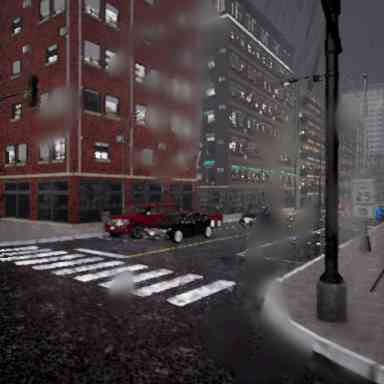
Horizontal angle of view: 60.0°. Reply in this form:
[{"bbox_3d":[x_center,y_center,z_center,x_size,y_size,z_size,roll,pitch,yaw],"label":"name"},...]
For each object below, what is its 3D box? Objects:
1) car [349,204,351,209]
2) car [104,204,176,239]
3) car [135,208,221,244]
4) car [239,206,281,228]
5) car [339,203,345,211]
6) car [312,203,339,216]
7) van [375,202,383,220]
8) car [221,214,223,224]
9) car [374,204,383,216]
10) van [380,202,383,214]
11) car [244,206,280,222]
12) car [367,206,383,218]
[{"bbox_3d":[36.790,3.084,75.221,1.887,1.381,4.507,-1,-2,35],"label":"car"},{"bbox_3d":[-2.714,1.612,19.455,2.192,1.841,5.009,-1,-2,35],"label":"car"},{"bbox_3d":[-0.584,1.809,17.991,1.837,1.490,4.892,0,-1,34],"label":"car"},{"bbox_3d":[5.488,1.986,26.523,2.128,1.511,4.902,0,-1,35],"label":"car"},{"bbox_3d":[26.914,2.773,61.278,1.887,1.381,4.507,-1,-2,35],"label":"car"},{"bbox_3d":[16.892,2.202,42.529,2.097,1.767,4.553,0,-1,36],"label":"car"},{"bbox_3d":[20.593,2.176,37.917,1.690,1.788,3.998,-1,-2,35],"label":"van"},{"bbox_3d":[0.578,1.945,24.097,1.887,1.381,4.507,-1,-2,35],"label":"car"},{"bbox_3d":[27.177,2.482,47.211,1.967,1.590,4.097,-1,-2,35],"label":"car"},{"bbox_3d":[30.469,2.487,51.861,1.690,1.788,3.998,-1,-2,35],"label":"van"},{"bbox_3d":[7.064,2.129,33.254,1.752,1.417,4.829,-1,-2,35],"label":"car"},{"bbox_3d":[23.885,2.489,42.560,2.008,1.369,4.403,-1,-2,35],"label":"car"}]
